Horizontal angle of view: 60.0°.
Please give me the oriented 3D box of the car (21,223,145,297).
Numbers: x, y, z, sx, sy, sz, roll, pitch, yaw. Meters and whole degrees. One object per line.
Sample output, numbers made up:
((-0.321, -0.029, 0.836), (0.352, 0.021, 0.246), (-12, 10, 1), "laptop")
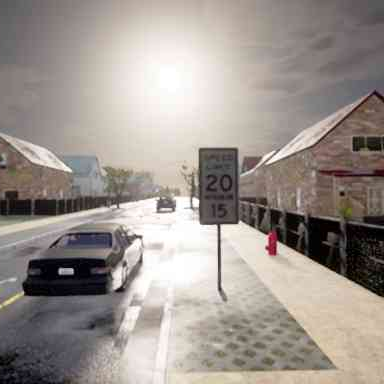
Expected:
((-2.421, 1.532, 8.760), (2.033, 1.411, 5.357), (0, 0, -1), "car")

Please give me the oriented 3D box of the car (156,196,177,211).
((-3.040, 1.286, 39.267), (2.097, 1.767, 4.553), (0, 0, -1), "car")

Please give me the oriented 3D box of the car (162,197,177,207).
((-3.308, 1.504, 49.520), (1.994, 1.385, 4.181), (0, 0, -1), "car")
